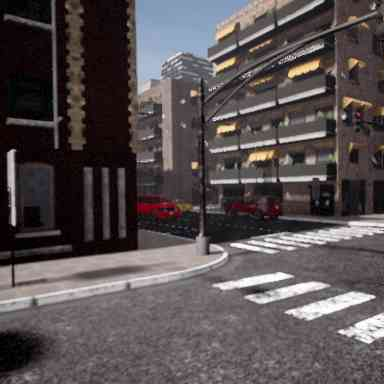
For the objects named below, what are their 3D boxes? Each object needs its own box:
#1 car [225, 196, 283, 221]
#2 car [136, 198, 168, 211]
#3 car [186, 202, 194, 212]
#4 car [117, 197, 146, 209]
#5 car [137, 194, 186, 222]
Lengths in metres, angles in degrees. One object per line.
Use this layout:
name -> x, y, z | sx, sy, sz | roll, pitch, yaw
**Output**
car -> 4.796, 1.198, 26.050 | 2.192, 1.841, 5.009 | -1, 1, -35
car -> -4.855, 1.428, 39.613 | 1.887, 1.381, 4.507 | -1, 1, -35
car -> -1.736, 1.409, 35.231 | 1.752, 1.417, 4.829 | -1, 1, -35
car -> -8.073, 1.435, 44.133 | 2.008, 1.369, 4.403 | -1, 1, -35
car -> -3.134, 1.230, 27.376 | 2.150, 2.045, 5.566 | -1, 2, -35
